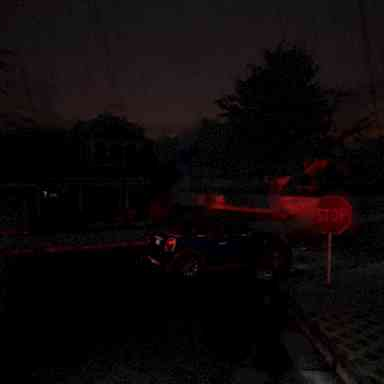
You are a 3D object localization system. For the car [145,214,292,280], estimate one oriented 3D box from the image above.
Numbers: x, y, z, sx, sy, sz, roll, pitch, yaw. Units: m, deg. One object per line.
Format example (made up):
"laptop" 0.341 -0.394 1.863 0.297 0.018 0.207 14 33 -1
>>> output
"car" 0.922 1.477 10.436 4.553 1.767 2.097 1 1 -26
